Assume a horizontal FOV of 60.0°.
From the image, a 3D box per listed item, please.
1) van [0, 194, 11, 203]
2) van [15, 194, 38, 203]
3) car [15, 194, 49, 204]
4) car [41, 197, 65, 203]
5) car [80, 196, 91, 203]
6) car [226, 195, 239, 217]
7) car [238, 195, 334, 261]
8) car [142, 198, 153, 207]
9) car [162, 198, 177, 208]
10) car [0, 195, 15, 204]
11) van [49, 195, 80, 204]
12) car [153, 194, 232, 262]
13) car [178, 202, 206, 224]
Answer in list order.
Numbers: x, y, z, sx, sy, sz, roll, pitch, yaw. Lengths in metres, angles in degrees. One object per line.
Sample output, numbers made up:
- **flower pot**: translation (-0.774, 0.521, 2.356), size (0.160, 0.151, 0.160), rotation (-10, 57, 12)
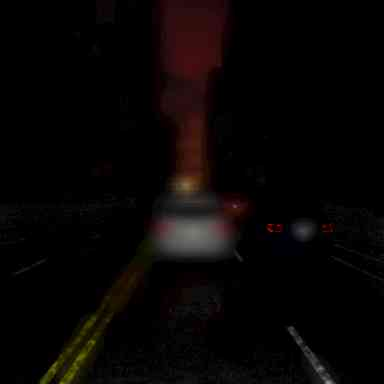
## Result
- **van**: translation (-40.593, 1.412, 70.073), size (3.998, 1.788, 1.690), rotation (0, 0, 0)
- **van**: translation (-34.916, 1.414, 70.075), size (3.998, 1.788, 1.690), rotation (0, 0, 0)
- **car**: translation (-29.235, 1.356, 61.551), size (5.009, 1.841, 2.192), rotation (0, 0, 0)
- **car**: translation (-29.239, 1.659, 70.075), size (4.206, 1.307, 1.802), rotation (0, 0, 0)
- **car**: translation (-23.561, 1.631, 70.076), size (4.403, 1.369, 2.008), rotation (0, 0, 0)
- **car**: translation (3.288, 1.254, 27.394), size (2.150, 2.045, 5.566), rotation (0, 0, 0)
- **car**: translation (3.286, 1.237, 12.414), size (2.150, 2.045, 5.566), rotation (0, 0, 0)
- **car**: translation (-6.516, 1.608, 51.506), size (2.033, 1.411, 5.357), rotation (0, 0, 0)
- **car**: translation (-3.295, 1.582, 48.605), size (1.812, 1.442, 4.674), rotation (0, 0, 1)
- **car**: translation (-34.913, 1.620, 61.549), size (4.206, 1.307, 1.802), rotation (0, 0, 0)
- **van**: translation (-23.558, 1.386, 61.552), size (3.998, 1.788, 1.690), rotation (0, 0, 0)
- **car**: translation (0.037, 1.237, 12.361), size (2.150, 2.045, 5.566), rotation (0, 0, 0)
- **car**: translation (0.030, 1.578, 26.349), size (2.033, 1.411, 5.357), rotation (0, 0, 1)
